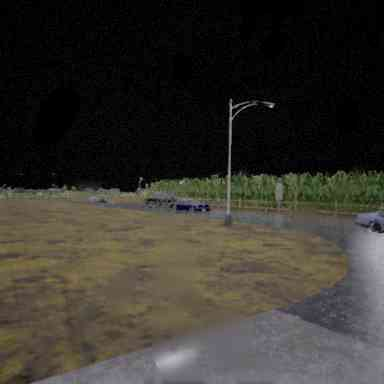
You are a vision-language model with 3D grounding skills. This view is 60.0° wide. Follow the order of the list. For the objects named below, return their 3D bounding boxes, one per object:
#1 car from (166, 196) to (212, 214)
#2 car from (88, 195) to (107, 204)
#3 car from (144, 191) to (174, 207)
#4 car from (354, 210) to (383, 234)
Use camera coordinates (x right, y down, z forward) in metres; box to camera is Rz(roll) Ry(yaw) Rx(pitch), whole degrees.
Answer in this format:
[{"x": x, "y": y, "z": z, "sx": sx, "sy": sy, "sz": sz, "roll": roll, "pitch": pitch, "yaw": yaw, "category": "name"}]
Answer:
[{"x": -0.197, "y": 1.318, "z": 31.707, "sx": 1.895, "sy": 1.301, "sz": 4.718, "roll": 2, "pitch": -1, "yaw": -35, "category": "car"}, {"x": -15.060, "y": 1.165, "z": 52.831, "sx": 1.994, "sy": 1.385, "sz": 4.181, "roll": 1, "pitch": -1, "yaw": -35, "category": "car"}, {"x": -4.324, "y": 0.951, "z": 43.953, "sx": 2.150, "sy": 2.045, "sz": 5.566, "roll": 1, "pitch": 0, "yaw": -35, "category": "car"}, {"x": 10.810, "y": 1.463, "z": 16.133, "sx": 2.033, "sy": 1.411, "sz": 5.357, "roll": 0, "pitch": 2, "yaw": -35, "category": "car"}]
